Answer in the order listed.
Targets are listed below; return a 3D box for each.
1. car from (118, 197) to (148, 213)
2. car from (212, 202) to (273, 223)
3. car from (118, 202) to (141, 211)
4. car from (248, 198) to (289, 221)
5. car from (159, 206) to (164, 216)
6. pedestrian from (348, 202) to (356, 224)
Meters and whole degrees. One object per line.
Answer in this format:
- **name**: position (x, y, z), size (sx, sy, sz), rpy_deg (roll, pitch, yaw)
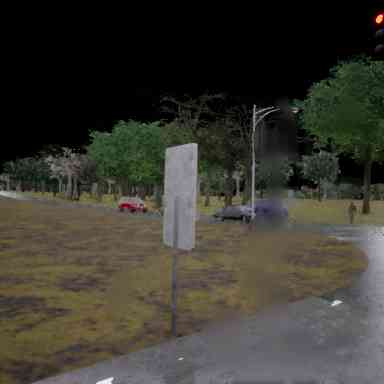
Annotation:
- **car**: position (-7.922, 1.681, 44.432), size (2.150, 2.045, 5.566), rpy_deg (3, -2, -34)
- **car**: position (3.976, 1.794, 27.846), size (2.033, 1.411, 5.357), rpy_deg (3, -2, -36)
- **car**: position (-10.213, 2.260, 53.899), size (1.895, 1.301, 4.718), rpy_deg (3, -2, -36)
- **car**: position (6.341, 1.623, 31.040), size (2.150, 2.045, 5.566), rpy_deg (3, -2, -37)
- **car**: position (-1.834, 1.928, 35.903), size (1.994, 1.385, 4.181), rpy_deg (3, -2, -37)
- **pedestrian**: position (13.367, 1.718, 27.817), size (0.375, 1.860, 0.375), rpy_deg (2, -1, -36)
